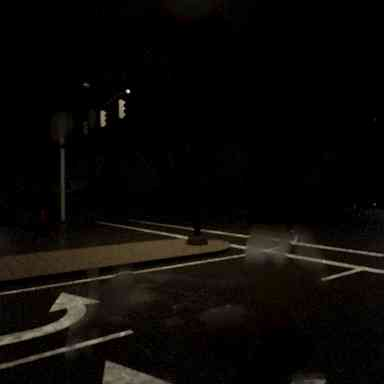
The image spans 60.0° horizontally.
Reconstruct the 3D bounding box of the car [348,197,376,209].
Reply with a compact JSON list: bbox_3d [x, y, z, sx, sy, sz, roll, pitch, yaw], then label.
[{"bbox_3d":[22.371,1.390,42.881,5.357,1.411,2.033,0,0,-35],"label":"car"}]

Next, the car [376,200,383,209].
[{"bbox_3d":[24.764,1.319,40.285,5.008,1.535,1.882,0,0,-36],"label":"car"}]
